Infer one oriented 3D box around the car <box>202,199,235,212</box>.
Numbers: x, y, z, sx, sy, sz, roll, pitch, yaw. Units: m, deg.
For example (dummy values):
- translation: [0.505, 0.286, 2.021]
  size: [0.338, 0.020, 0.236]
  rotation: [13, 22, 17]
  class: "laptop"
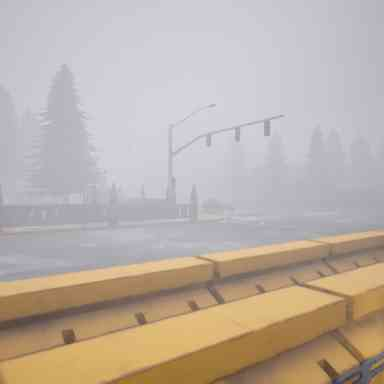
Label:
- translation: [3.052, 1.526, 39.655]
  size: [1.812, 1.442, 4.674]
  rotation: [0, 0, -35]
  class: "car"
